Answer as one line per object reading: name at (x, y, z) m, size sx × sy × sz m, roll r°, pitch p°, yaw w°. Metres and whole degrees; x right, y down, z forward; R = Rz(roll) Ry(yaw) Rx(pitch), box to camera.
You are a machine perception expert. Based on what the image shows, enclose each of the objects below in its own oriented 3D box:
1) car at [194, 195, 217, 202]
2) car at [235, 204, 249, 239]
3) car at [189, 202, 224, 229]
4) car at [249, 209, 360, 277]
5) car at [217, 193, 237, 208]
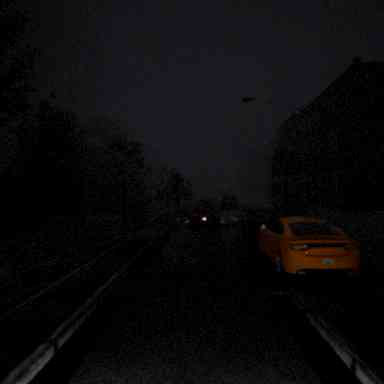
car at (1.699, 1.473, 41.491) m, size 2.128 × 1.511 × 4.902 m, roll 0°, pitch 0°, yaw 3°
car at (3.492, 1.511, 15.745) m, size 2.163 × 1.488 × 4.792 m, roll 0°, pitch 0°, yaw 2°
car at (0.824, 1.562, 21.789) m, size 1.994 × 1.385 × 4.181 m, roll 0°, pitch 0°, yaw 2°
car at (3.269, 1.482, 10.251) m, size 2.097 × 1.535 × 5.008 m, roll 0°, pitch 0°, yaw 2°
car at (4.984, 1.329, 48.924) m, size 2.185 × 1.767 × 4.553 m, roll 0°, pitch 0°, yaw 3°
